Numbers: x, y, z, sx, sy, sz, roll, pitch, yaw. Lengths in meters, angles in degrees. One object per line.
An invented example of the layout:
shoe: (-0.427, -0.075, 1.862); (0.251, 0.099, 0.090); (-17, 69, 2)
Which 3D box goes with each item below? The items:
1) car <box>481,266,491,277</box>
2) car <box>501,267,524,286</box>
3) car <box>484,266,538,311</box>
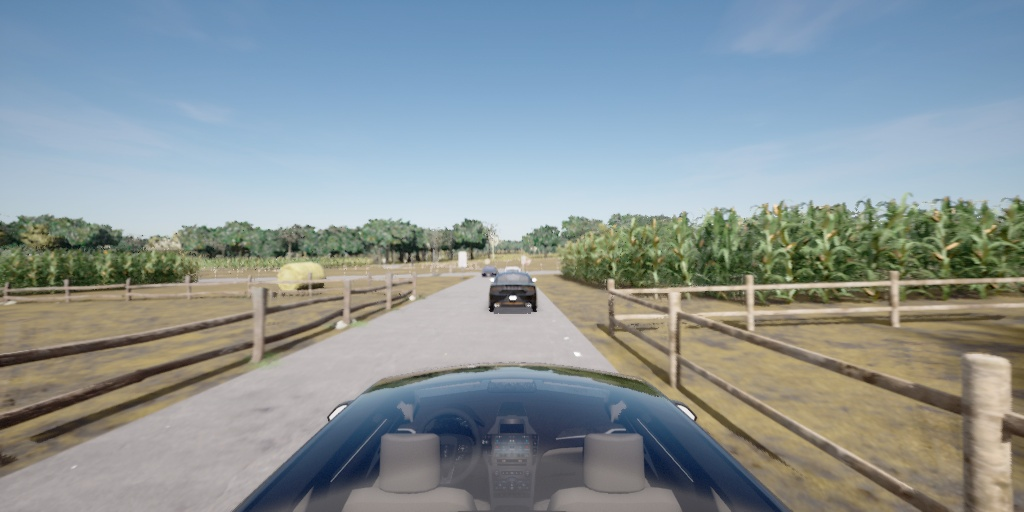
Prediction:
car: (-2.774, 1.921, 45.256); (2.033, 1.411, 5.357); (0, -1, 1)
car: (0.053, 1.651, 30.000); (1.812, 1.442, 4.674); (0, -1, 1)
car: (0.056, 1.388, 15.426); (1.882, 1.535, 5.008); (0, 0, 1)
